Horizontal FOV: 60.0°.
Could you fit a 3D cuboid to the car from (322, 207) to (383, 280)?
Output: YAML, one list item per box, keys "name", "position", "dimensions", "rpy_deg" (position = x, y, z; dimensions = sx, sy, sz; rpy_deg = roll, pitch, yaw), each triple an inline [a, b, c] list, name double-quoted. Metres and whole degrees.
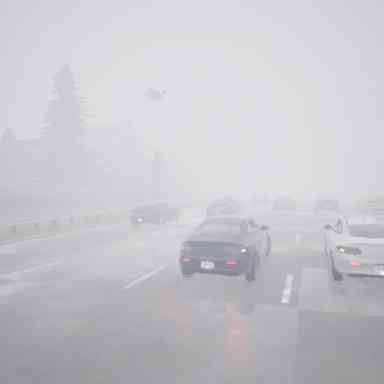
- name: "car"
  position: [4.613, 1.341, 8.862]
  dimensions: [1.812, 1.442, 4.674]
  rpy_deg: [-1, 1, 19]

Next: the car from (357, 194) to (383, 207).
- name: "car"
  position: [14.700, 0.899, 27.011]
  dimensions: [1.882, 1.535, 5.008]
  rpy_deg: [-1, 1, 19]

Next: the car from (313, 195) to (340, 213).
- name: "car"
  position: [11.580, 0.980, 28.689]
  dimensions: [1.812, 1.442, 4.674]
  rpy_deg: [-1, 1, 19]

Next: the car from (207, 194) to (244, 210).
- name: "car"
  position: [2.472, 1.161, 23.885]
  dimensions: [2.128, 1.511, 4.902]
  rpy_deg: [-1, 1, 19]

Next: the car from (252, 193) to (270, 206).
- name: "car"
  position: [8.605, 0.844, 41.331]
  dimensions: [2.128, 1.511, 4.902]
  rpy_deg: [-1, 1, 19]

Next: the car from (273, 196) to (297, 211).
- name: "car"
  position: [8.766, 1.036, 31.231]
  dimensions: [1.994, 1.385, 4.181]
  rpy_deg: [-1, 1, 19]

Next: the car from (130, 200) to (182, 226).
- name: "car"
  position: [-2.165, 1.288, 21.247]
  dimensions: [1.837, 1.490, 4.892]
  rpy_deg: [-1, 1, 19]

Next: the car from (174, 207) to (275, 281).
- name: "car"
  position: [1.111, 1.394, 9.460]
  dimensions: [1.812, 1.442, 4.674]
  rpy_deg: [-1, 1, 19]
